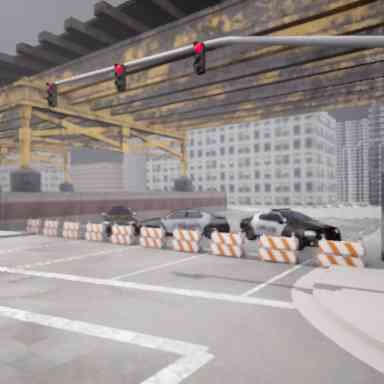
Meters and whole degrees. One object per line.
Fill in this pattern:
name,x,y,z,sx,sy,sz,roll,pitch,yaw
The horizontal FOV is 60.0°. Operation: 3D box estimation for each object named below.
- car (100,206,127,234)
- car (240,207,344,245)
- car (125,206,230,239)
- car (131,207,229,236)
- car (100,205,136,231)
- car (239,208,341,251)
car,-4.304,1.611,19.892,2.038,1.542,4.974,0,0,-9
car,4.125,1.345,14.583,1.853,1.218,4.536,0,0,-24
car,-0.615,1.561,17.130,4.974,1.542,2.038,-1,0,1
car,-0.565,1.403,17.131,4.536,1.218,1.853,-1,0,1
car,-4.314,1.454,19.944,1.853,1.218,4.536,0,0,-9
car,4.148,1.503,14.535,2.038,1.542,4.974,0,0,-24
